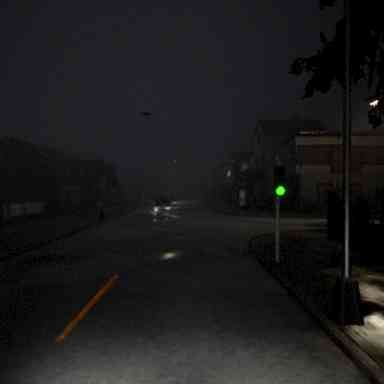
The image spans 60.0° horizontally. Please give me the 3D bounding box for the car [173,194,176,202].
[{"bbox_3d":[-4.025,1.065,62.673,1.882,1.535,5.008,0,0,1],"label":"car"}]

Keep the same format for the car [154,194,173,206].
[{"bbox_3d":[-4.079,1.198,46.472,1.837,1.490,4.892,0,0,0],"label":"car"}]
